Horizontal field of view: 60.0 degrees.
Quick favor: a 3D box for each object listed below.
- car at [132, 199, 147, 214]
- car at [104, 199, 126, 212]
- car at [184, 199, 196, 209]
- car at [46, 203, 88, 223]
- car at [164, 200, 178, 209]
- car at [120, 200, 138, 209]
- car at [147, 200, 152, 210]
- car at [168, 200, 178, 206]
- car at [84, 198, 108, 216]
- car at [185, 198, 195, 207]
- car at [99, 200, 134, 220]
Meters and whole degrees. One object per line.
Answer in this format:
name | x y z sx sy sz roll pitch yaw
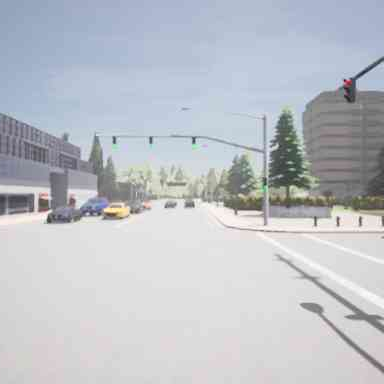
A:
car | -7.479 1.853 42.380 2.097 1.767 4.553 0 -1 0
car | -10.994 1.921 48.039 2.097 1.767 4.553 0 -1 0
car | -0.353 2.210 60.165 1.837 1.490 4.892 0 -1 0
car | -10.925 1.908 28.783 1.994 1.385 4.181 0 -1 0
car | -3.953 2.251 59.876 2.033 1.411 5.357 0 -1 0
car | -10.990 2.180 58.295 2.128 1.511 4.902 0 -1 0
car | -7.502 1.971 52.495 2.097 1.767 4.553 0 -1 0
car | -3.995 2.337 70.512 1.895 1.301 4.718 0 -1 0
car | -10.967 1.675 38.140 2.150 2.045 5.566 0 -1 0
car | -0.492 2.178 70.234 2.097 1.767 4.553 0 -1 0
car | -7.446 1.870 33.142 1.882 1.535 5.008 0 -1 0
